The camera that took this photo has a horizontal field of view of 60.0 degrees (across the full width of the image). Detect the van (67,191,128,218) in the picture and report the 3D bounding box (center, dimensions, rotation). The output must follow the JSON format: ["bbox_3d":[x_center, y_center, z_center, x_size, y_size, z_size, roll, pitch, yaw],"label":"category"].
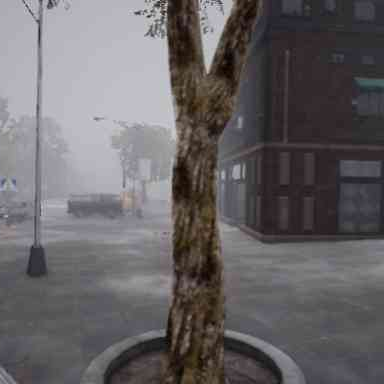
[{"bbox_3d":[-8.103,1.117,28.039,4.442,1.987,1.878,2,0,-28],"label":"van"}]

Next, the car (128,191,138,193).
[{"bbox_3d":[-11.135,1.074,48.724,5.366,1.575,1.946,1,1,-27],"label":"car"}]

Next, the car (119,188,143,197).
[{"bbox_3d":[-15.456,0.221,84.525,5.566,2.045,2.435,2,1,-27],"label":"car"}]

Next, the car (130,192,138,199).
[{"bbox_3d":[-10.752,1.128,45.748,5.366,1.575,1.946,2,1,-27],"label":"car"}]

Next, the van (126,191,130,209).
[{"bbox_3d":[-8.507,1.103,31.013,4.442,1.987,1.878,2,0,-28],"label":"van"}]

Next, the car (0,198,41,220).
[{"bbox_3d":[-13.175,1.376,25.413,1.895,1.301,4.718,1,0,-8],"label":"car"}]

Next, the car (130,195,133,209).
[{"bbox_3d":[-9.013,1.311,33.920,5.008,1.535,2.097,2,1,-28],"label":"car"}]

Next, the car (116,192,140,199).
[{"bbox_3d":[-13.972,0.703,72.629,4.674,1.452,2.002,2,1,-27],"label":"car"}]

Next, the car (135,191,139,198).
[{"bbox_3d":[-11.344,1.029,51.787,4.892,1.521,2.231,1,1,-27],"label":"car"}]

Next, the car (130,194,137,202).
[{"bbox_3d":[-9.258,1.290,36.982,5.366,1.575,1.946,2,0,-27],"label":"car"}]

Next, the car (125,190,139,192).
[{"bbox_3d":[-12.481,0.908,60.714,4.674,1.452,2.002,1,1,-27],"label":"car"}]

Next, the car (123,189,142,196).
[{"bbox_3d":[-16.205,0.256,90.494,4.553,1.767,2.185,2,0,-27],"label":"car"}]

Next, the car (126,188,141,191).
[{"bbox_3d":[-13.194,0.639,66.680,4.553,1.767,2.185,2,1,-27],"label":"car"}]

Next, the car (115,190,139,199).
[{"bbox_3d":[-13.564,0.588,69.658,4.553,1.767,2.185,2,1,-27],"label":"car"}]
